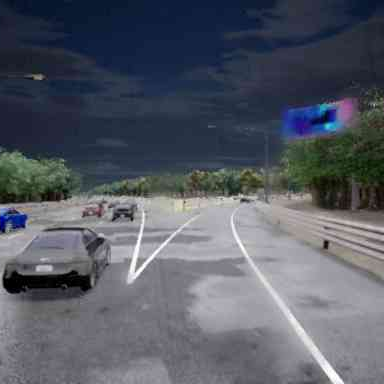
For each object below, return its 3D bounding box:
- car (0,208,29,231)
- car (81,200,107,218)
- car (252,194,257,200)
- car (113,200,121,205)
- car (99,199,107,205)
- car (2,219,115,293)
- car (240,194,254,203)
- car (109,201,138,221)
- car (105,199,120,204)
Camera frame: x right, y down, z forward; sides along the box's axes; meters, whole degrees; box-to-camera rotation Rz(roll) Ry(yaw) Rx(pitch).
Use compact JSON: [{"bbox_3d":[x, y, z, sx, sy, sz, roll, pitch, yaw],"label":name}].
[{"bbox_3d":[-11.875,1.720,20.786,1.882,1.535,5.008,0,-1,-7],"label":"car"},{"bbox_3d":[-10.239,1.910,34.727,1.812,1.442,4.674,0,-1,-8],"label":"car"},{"bbox_3d":[16.361,1.442,86.970,2.150,2.045,5.566,0,0,27],"label":"car"},{"bbox_3d":[-19.961,2.737,88.502,1.994,1.385,4.181,0,-1,-12],"label":"car"},{"bbox_3d":[-23.430,2.703,87.991,1.837,1.490,4.892,0,-1,-12],"label":"car"},{"bbox_3d":[-3.461,1.656,9.236,1.994,1.385,4.181,0,-1,-7],"label":"car"},{"bbox_3d":[12.457,1.841,77.552,1.837,1.490,4.892,0,0,22],"label":"car"},{"bbox_3d":[-6.252,1.822,30.777,1.837,1.490,4.892,0,-1,-8],"label":"car"},{"bbox_3d":[-14.585,2.309,62.124,2.033,1.411,5.357,0,-1,-11],"label":"car"}]
